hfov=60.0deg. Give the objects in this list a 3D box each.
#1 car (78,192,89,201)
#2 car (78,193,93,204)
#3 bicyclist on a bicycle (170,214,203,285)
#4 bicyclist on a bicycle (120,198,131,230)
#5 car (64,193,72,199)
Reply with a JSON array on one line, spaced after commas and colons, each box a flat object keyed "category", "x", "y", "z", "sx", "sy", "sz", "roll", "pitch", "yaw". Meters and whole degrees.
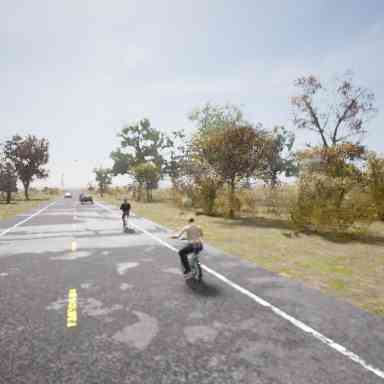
[{"category": "car", "x": -22.951, "y": 0.898, "z": 70.360, "sx": 2.097, "sy": 1.767, "sz": 4.553, "roll": -1, "pitch": 1, "yaw": -19}, {"category": "car", "x": -17.070, "y": 1.145, "z": 53.936, "sx": 1.837, "sy": 1.490, "sz": 4.892, "roll": -1, "pitch": 0, "yaw": -19}, {"category": "bicyclist on a bicycle", "x": -0.058, "y": 1.343, "z": 8.195, "sx": 0.866, "sy": 1.612, "sz": 1.509, "roll": -1, "pitch": 1, "yaw": -20}, {"category": "bicyclist on a bicycle", "x": -3.746, "y": 1.214, "z": 18.626, "sx": 0.659, "sy": 1.776, "sz": 1.843, "roll": -1, "pitch": 1, "yaw": -19}, {"category": "car", "x": -33.349, "y": 1.019, "z": 89.394, "sx": 2.033, "sy": 1.411, "sz": 5.357, "roll": -1, "pitch": 1, "yaw": -19}]
